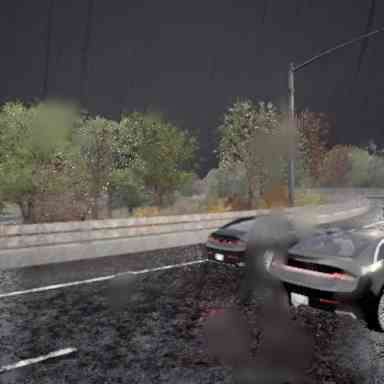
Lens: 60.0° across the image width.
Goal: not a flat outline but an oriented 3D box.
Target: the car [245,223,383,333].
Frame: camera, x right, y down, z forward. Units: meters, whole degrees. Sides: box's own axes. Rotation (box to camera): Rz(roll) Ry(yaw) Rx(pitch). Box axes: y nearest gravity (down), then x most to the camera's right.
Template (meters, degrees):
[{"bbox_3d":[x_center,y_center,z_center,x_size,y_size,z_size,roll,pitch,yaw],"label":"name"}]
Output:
[{"bbox_3d":[3.591,1.476,6.836,4.902,1.511,2.128,0,0,-39],"label":"car"}]

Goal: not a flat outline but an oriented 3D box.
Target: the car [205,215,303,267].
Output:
[{"bbox_3d":[2.586,1.495,10.550,4.892,1.490,1.837,0,0,-40],"label":"car"}]
